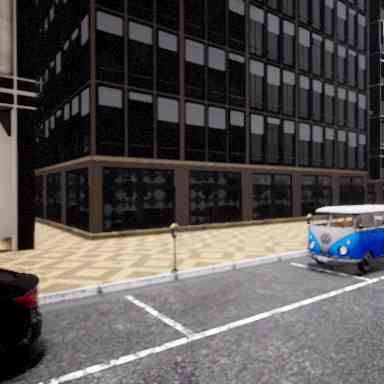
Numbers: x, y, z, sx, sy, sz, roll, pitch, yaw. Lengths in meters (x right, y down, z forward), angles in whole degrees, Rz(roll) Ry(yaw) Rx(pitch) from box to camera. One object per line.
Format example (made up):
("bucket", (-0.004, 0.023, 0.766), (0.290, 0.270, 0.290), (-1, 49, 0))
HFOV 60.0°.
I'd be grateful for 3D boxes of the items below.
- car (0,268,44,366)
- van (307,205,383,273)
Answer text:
("car", (-3.991, 1.570, 3.715), (4.313, 1.339, 1.947), (0, 0, -35))
("van", (5.289, 1.311, 10.327), (3.998, 1.788, 1.690), (0, 0, -35))
